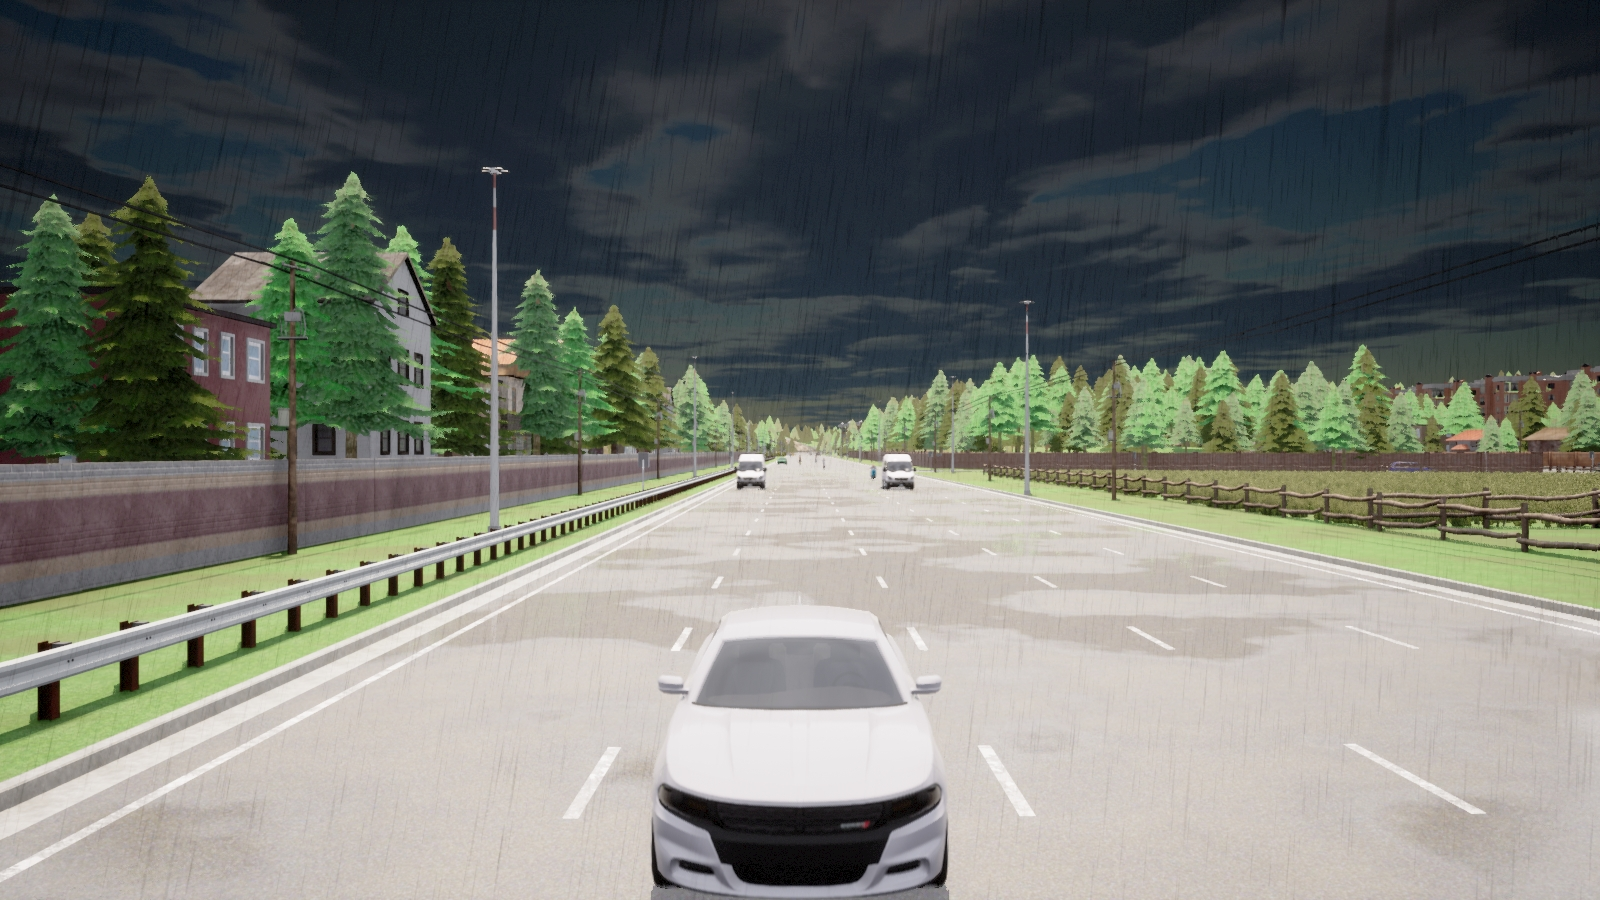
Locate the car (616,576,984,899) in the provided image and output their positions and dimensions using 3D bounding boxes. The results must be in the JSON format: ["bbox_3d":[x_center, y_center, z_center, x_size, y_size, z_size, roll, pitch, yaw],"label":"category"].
[{"bbox_3d":[-0.002,2.041,9.017,2.097,1.535,5.006,0,0,0],"label":"car"}]
